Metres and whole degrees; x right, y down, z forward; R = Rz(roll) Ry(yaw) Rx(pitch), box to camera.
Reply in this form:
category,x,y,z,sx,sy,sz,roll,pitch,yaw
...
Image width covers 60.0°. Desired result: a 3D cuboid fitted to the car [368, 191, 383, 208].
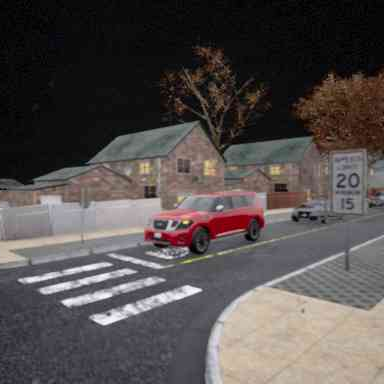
category,x,y,z,sx,sy,sz,roll,pitch,yaw
car,17.638,0.679,30.395,1.837,1.490,4.892,1,3,44

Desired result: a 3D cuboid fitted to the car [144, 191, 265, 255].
category,x,y,z,sx,sy,sz,roll,pitch,yaw
car,0.724,1.015,13.049,2.150,2.045,5.566,1,2,43

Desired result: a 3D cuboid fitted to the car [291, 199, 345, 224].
category,x,y,z,sx,sy,sz,roll,pitch,yaw
car,7.768,1.101,20.322,1.994,1.385,4.181,1,2,45
